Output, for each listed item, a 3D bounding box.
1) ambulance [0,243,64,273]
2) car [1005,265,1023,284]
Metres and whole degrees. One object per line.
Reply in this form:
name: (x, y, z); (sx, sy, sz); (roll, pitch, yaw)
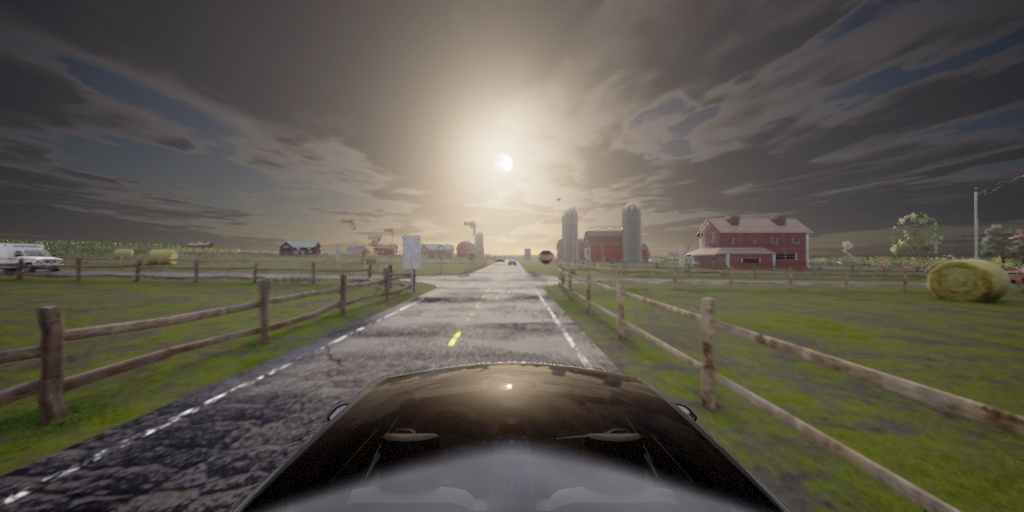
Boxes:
ambulance: (-42.101, 0.166, 30.350); (6.366, 2.431, 2.351); (1, -1, 0)
car: (49.078, 1.683, 33.156); (5.566, 2.045, 2.150); (1, -1, 0)
